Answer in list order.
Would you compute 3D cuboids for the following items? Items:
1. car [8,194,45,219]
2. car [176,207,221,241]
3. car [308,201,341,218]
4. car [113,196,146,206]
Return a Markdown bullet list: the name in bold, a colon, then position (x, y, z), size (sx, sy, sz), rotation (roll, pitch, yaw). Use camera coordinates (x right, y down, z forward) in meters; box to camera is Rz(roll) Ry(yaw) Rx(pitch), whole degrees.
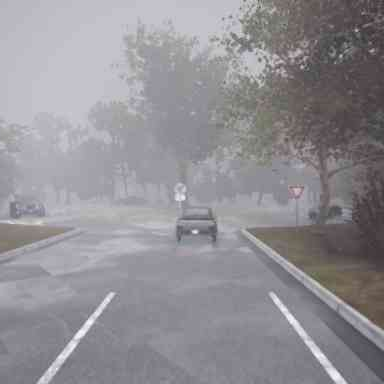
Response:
- **car**: position (-14.465, 1.178, 28.851), size (2.150, 2.045, 5.566), rotation (-1, 1, -35)
- **car**: position (0.359, 1.466, 16.448), size (2.128, 1.511, 4.902), rotation (0, 0, 5)
- **car**: position (11.912, 1.519, 29.674), size (1.994, 1.385, 4.181), rotation (0, 0, 37)
- **car**: position (-9.794, 1.398, 52.167), size (5.008, 1.535, 1.882), rotation (0, -1, -27)
